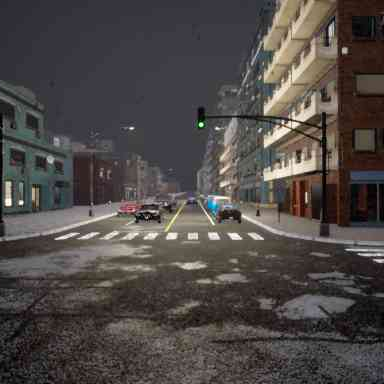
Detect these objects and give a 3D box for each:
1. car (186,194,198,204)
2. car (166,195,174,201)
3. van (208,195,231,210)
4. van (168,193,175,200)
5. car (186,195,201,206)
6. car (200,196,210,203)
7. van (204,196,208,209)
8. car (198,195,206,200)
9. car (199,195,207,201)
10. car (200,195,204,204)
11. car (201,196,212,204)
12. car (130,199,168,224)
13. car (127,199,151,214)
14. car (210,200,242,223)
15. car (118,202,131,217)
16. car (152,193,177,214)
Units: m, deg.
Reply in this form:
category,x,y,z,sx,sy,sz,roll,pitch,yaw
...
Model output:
category,x,y,z,sx,sy,sz,roll,pitch,yaw
car,0.004,1.320,64.999,2.097,1.767,4.553,0,0,0
car,-5.671,1.503,86.469,1.947,1.339,4.313,1,0,0
van,2.707,1.336,30.701,1.690,1.788,3.998,1,0,0
van,-5.666,1.269,92.049,1.690,1.788,3.998,1,0,0
car,0.005,1.543,54.988,1.994,1.385,4.181,0,0,0
car,2.708,1.528,69.767,1.947,1.339,4.313,1,0,0
van,2.709,1.330,41.864,1.690,1.788,3.998,1,0,0
car,2.710,1.479,92.091,2.008,1.369,4.403,1,0,0
car,2.710,1.490,80.929,1.887,1.381,4.507,1,0,0
car,2.707,1.506,53.194,1.752,1.417,4.829,1,0,0
car,2.707,1.535,64.187,1.947,1.339,4.313,1,0,0
car,-3.091,1.502,25.030,1.837,1.490,4.892,0,0,0
car,-5.675,1.537,36.247,1.887,1.381,4.507,1,0,0
car,2.704,1.548,25.122,2.008,1.369,4.403,1,0,0
car,-5.677,1.577,30.667,1.802,1.307,4.206,1,0,0
car,-3.084,1.216,36.068,2.150,2.045,5.566,0,0,0
